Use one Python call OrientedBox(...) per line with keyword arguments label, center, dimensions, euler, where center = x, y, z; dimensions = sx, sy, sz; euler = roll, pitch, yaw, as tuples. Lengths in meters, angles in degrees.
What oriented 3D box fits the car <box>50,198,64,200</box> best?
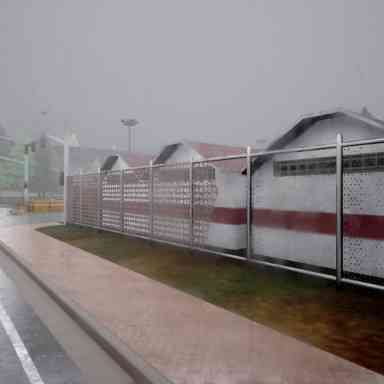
OrientedBox(label="car", center=(-17.244, 1.505, 42.245), dimensions=(4.892, 1.490, 1.837), euler=(0, 0, -39))
